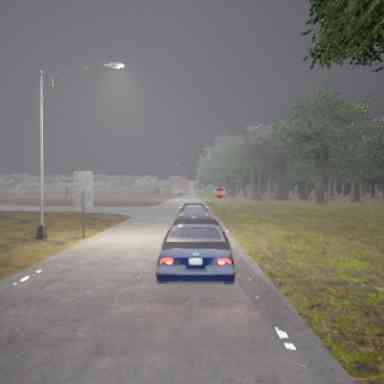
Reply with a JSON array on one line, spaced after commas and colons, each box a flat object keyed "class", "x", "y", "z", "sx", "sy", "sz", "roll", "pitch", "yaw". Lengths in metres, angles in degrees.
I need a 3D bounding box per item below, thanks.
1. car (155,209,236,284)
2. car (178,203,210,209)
[{"class": "car", "x": 0.112, "y": 1.429, "z": 9.269, "sx": 2.033, "sy": 1.411, "sz": 5.357, "roll": 0, "pitch": 1, "yaw": 1}, {"class": "car", "x": 0.118, "y": 1.329, "z": 19.914, "sx": 1.994, "sy": 1.385, "sz": 4.181, "roll": 0, "pitch": 1, "yaw": 0}]
